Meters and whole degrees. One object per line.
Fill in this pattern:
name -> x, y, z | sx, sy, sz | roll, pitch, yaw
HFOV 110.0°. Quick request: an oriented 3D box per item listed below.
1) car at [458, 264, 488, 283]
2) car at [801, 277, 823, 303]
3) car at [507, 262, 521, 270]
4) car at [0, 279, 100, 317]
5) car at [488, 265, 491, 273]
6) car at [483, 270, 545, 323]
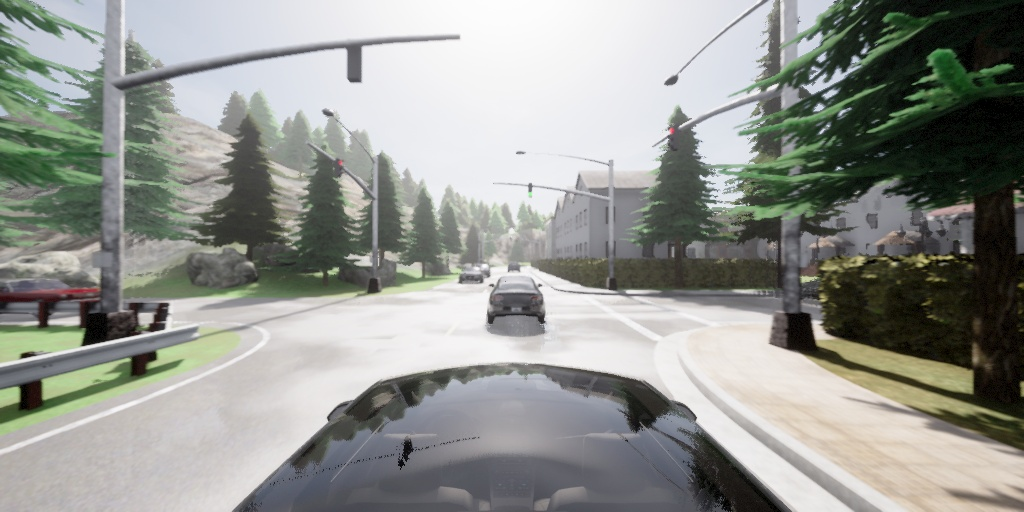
car -> -3.483, 1.651, 31.744 | 1.994, 1.385, 4.181 | 0, -1, 0
car -> 15.665, 1.470, 16.914 | 4.674, 1.442, 1.812 | 0, -1, 0
car -> 0.320, 1.734, 57.856 | 2.097, 1.767, 4.553 | 0, -1, 0
car -> -17.633, 1.486, 13.114 | 4.718, 1.301, 1.895 | 0, -1, 0
car -> -3.432, 1.691, 41.798 | 2.128, 1.511, 4.902 | 0, -1, 0
car -> 0.141, 1.411, 12.741 | 1.812, 1.442, 4.674 | 0, 0, 0
